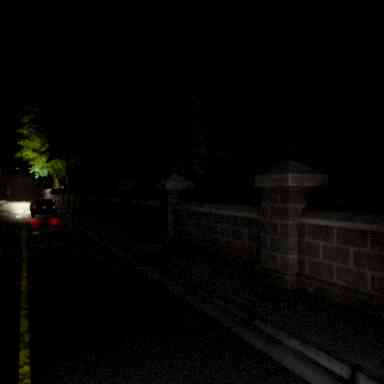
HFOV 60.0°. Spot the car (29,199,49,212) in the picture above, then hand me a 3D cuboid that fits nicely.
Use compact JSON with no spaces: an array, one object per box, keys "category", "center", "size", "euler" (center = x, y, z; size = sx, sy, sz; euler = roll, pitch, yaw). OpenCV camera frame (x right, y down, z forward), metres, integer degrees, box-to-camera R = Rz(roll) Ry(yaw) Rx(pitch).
[{"category":"car","center":[-18.412,1.599,39.981],"size":[1.994,1.385,4.181],"euler":[0,0,-27]}]

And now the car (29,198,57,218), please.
[{"category":"car","center":[-13.864,1.378,30.987],"size":[2.097,1.767,4.553],"euler":[0,0,-27]}]
